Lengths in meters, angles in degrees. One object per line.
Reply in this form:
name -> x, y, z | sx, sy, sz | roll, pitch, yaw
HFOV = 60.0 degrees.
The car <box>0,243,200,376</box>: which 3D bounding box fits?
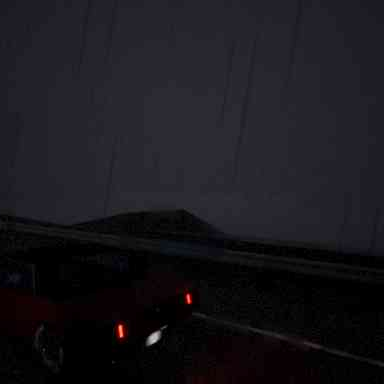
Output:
car -> -2.318, 1.526, 5.452 | 4.718, 1.301, 1.895 | 1, 1, 34
